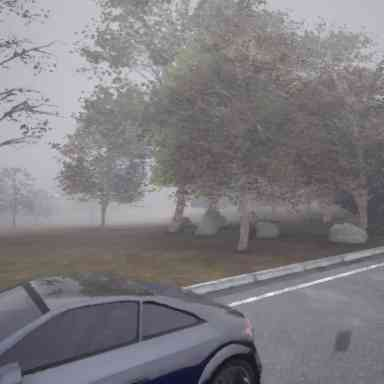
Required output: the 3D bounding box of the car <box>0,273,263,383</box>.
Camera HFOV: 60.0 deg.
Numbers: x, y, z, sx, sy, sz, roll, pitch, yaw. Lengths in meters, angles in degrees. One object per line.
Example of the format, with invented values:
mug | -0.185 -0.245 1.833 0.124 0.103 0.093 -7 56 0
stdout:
car | -1.325 1.562 3.046 4.181 1.385 1.994 0 0 -35
